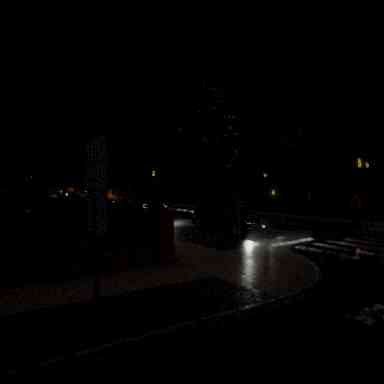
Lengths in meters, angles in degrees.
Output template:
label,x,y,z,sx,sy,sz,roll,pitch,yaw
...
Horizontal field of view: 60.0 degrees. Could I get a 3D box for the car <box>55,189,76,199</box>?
label,x,y,z,sx,sy,sz,roll,pitch,yaw
car,-21.461,0.333,56.175,2.128,1.511,4.902,-2,2,-35

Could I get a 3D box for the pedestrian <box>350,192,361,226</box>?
label,x,y,z,sx,sy,sz,roll,pitch,yaw
pedestrian,8.683,0.873,17.678,0.375,1.860,0.375,0,0,-35

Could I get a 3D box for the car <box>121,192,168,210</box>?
label,x,y,z,sx,sy,sz,roll,pitch,yaw
car,-3.664,0.944,25.247,2.097,1.767,4.553,-2,2,-35

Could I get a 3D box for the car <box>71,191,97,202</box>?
label,x,y,z,sx,sy,sz,roll,pitch,yaw
car,-15.422,0.586,47.464,2.033,1.411,5.357,-2,2,-35

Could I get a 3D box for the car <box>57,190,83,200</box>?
label,x,y,z,sx,sy,sz,roll,pitch,yaw
car,-15.054,0.744,41.805,2.033,1.411,5.357,-2,2,-34

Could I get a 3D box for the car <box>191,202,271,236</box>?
label,x,y,z,sx,sy,sz,roll,pitch,yaw
car,1.877,1.294,17.305,1.837,1.490,4.892,-2,2,-36

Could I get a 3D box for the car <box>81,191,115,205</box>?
label,x,y,z,sx,sy,sz,roll,pitch,yaw
car,-9.322,0.919,33.465,1.812,1.442,4.674,-2,2,-35
